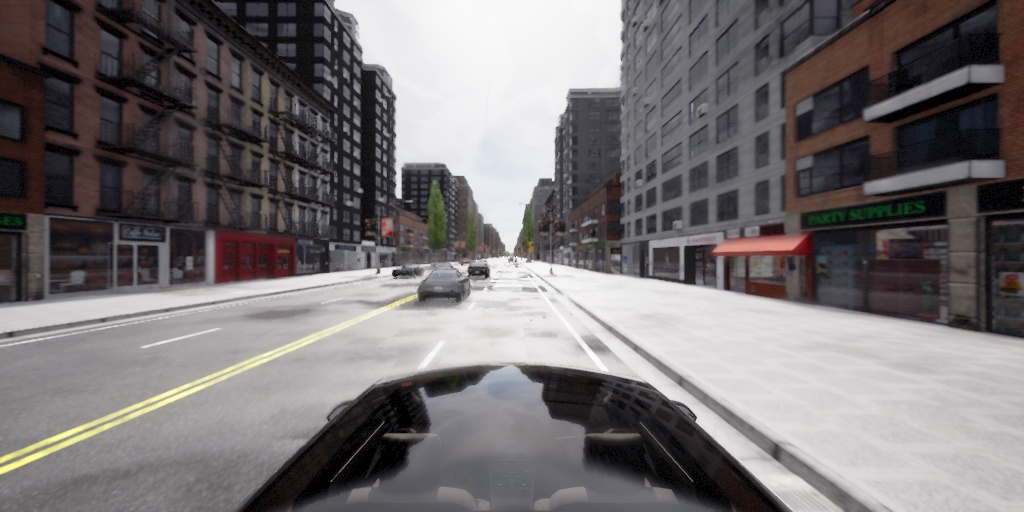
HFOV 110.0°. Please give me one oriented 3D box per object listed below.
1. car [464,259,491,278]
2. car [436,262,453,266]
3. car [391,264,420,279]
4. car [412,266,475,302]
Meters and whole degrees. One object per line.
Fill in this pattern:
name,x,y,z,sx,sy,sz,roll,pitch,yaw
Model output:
car,-3.158,1.299,34.855,1.882,1.535,5.008,0,0,0
car,-6.602,1.347,34.935,1.812,1.442,4.674,0,0,0
car,-9.855,1.421,34.076,1.895,1.301,4.718,0,0,0
car,-3.156,1.349,17.371,1.994,1.385,4.181,0,0,0
